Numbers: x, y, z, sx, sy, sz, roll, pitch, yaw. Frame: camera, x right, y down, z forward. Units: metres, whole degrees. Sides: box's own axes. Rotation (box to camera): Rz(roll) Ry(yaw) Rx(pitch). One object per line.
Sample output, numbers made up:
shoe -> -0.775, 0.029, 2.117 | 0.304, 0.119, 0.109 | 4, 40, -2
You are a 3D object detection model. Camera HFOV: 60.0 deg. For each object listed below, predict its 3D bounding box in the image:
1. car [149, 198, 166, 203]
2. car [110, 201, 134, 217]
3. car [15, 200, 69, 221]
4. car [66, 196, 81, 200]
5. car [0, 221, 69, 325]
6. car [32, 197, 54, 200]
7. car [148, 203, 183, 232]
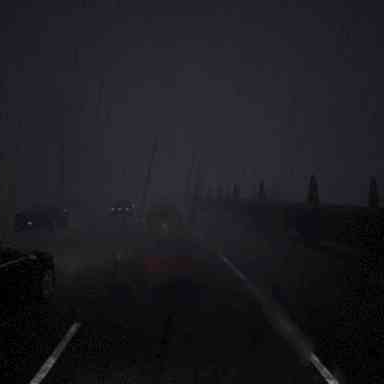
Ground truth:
car -> -4.228, 1.452, 41.220 | 1.837, 1.490, 4.892 | 0, 0, -7
car -> -6.528, 1.513, 31.120 | 2.033, 1.411, 5.357 | 0, 0, -7
car -> -8.687, 1.465, 19.678 | 1.882, 1.535, 5.008 | 0, 0, -7
car -> -20.418, 1.445, 57.250 | 2.128, 1.511, 4.902 | 0, 0, -6
car -> -3.768, 1.491, 5.270 | 2.128, 1.511, 4.902 | 0, 0, -3
car -> -23.484, 1.491, 53.398 | 1.812, 1.442, 4.674 | 0, 0, -6
car -> -1.664, 1.574, 19.902 | 1.895, 1.301, 4.718 | 0, 0, -7
